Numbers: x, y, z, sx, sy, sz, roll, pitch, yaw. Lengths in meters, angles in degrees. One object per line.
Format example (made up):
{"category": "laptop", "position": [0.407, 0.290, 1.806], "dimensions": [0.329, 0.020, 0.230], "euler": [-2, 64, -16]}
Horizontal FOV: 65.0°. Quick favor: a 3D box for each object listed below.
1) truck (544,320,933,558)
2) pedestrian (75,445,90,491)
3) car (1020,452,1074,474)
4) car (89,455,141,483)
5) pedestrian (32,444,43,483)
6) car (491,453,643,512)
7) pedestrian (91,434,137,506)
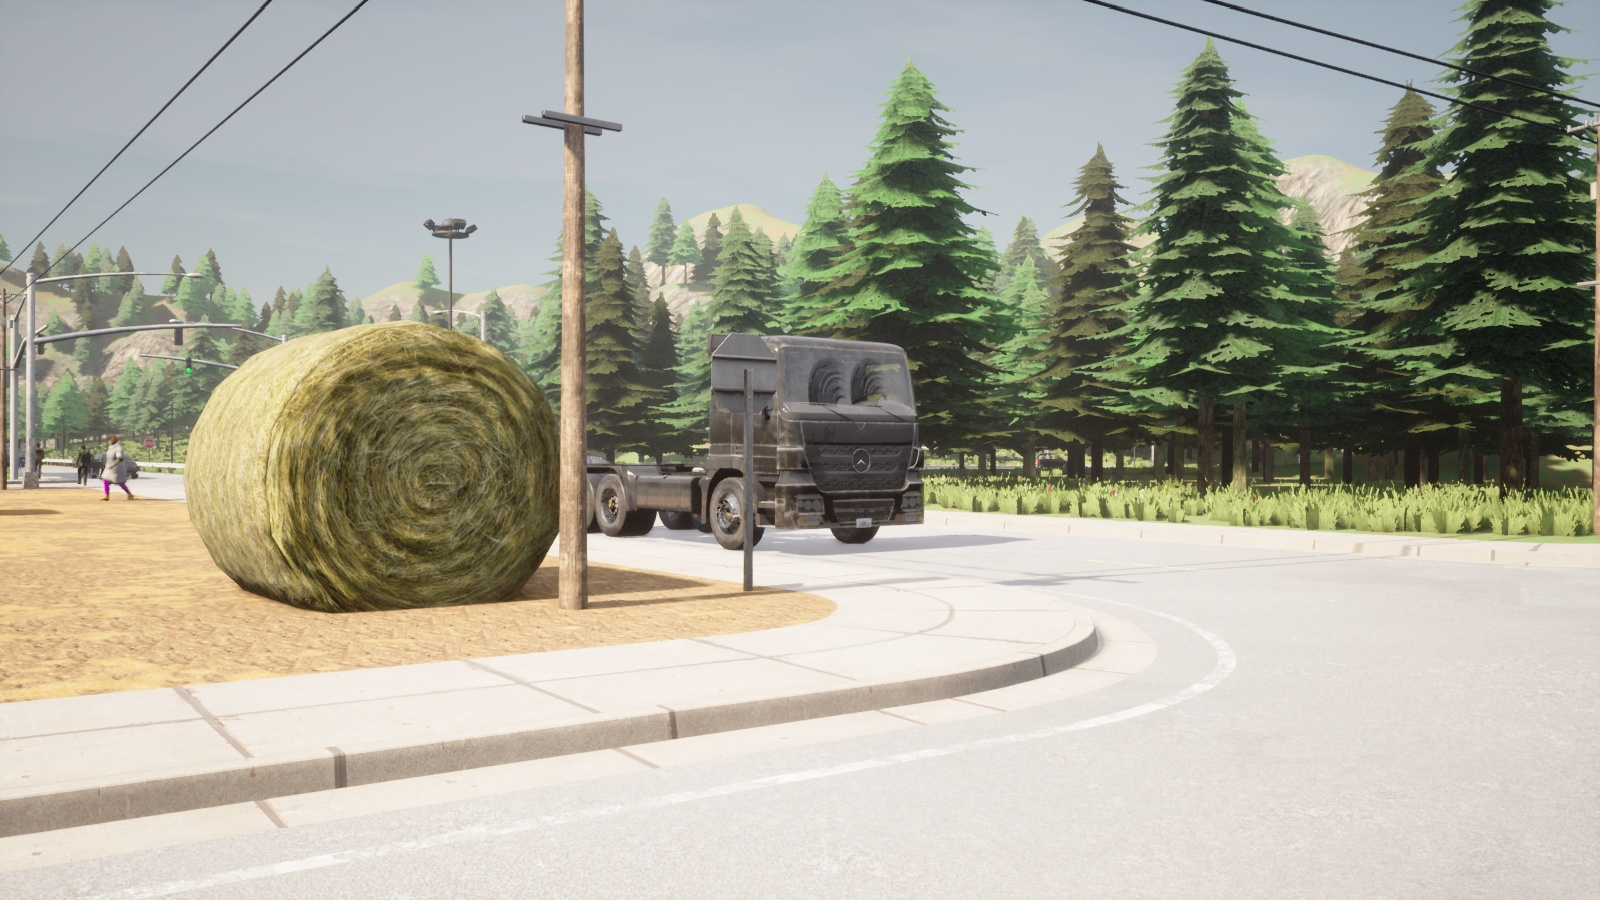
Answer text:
{"category": "truck", "position": [-1.446, -0.144, 22.325], "dimensions": [2.891, 3.462, 7.936], "euler": [0, 0, -38]}
{"category": "pedestrian", "position": [-30.369, 0.749, 53.145], "dimensions": [0.423, 1.949, 0.788], "euler": [0, 0, -41]}
{"category": "car", "position": [17.822, 0.916, 90.697], "dimensions": [3.705, 1.549, 1.789], "euler": [0, 0, -36]}
{"category": "car", "position": [-38.275, 1.037, 70.097], "dimensions": [1.837, 1.490, 4.892], "euler": [0, 0, -38]}
{"category": "pedestrian", "position": [-38.313, 0.671, 63.116], "dimensions": [0.396, 1.930, 0.692], "euler": [0, 0, -38]}
{"category": "car", "position": [-6.496, 0.834, 34.610], "dimensions": [2.128, 1.511, 4.902], "euler": [0, 0, -38]}
{"category": "pedestrian", "position": [-18.809, 0.545, 34.441], "dimensions": [0.659, 1.952, 0.873], "euler": [0, 0, 25]}
